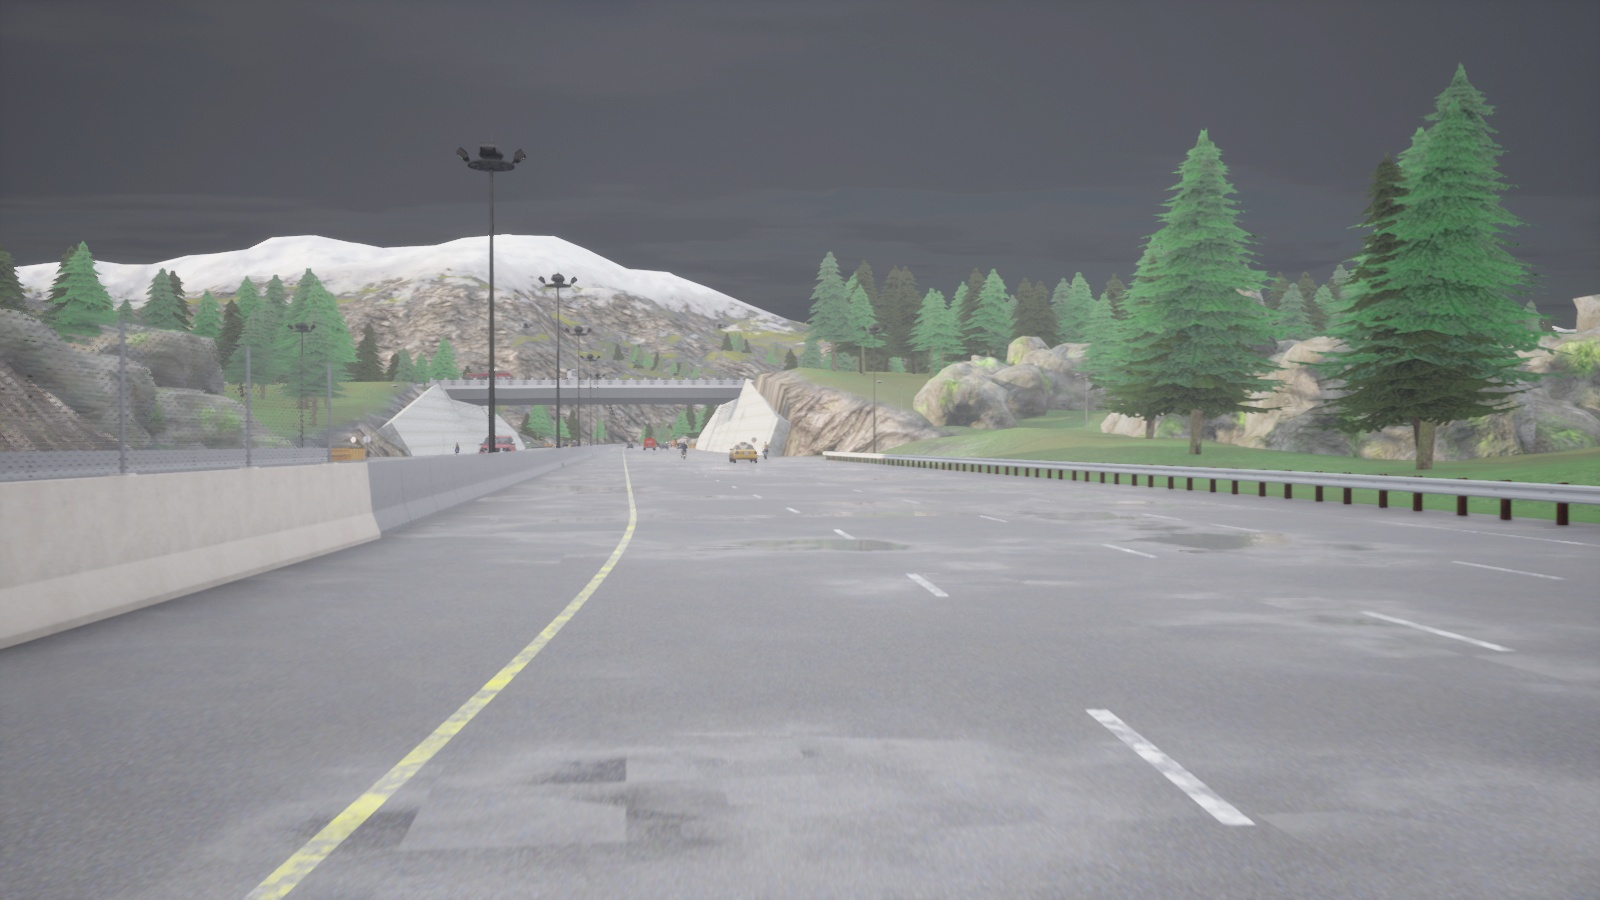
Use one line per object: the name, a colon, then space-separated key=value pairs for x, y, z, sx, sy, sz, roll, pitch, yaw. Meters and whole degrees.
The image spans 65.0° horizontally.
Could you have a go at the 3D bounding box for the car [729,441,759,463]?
car: x=-4.218 y=0.153 z=93.882 sx=1.801 sy=1.575 sz=5.366 roll=0 pitch=0 yaw=-8

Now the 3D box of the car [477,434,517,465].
car: x=-20.903 y=-0.040 z=86.891 sx=2.150 sy=2.045 sz=5.566 roll=0 pitch=0 yaw=-8
